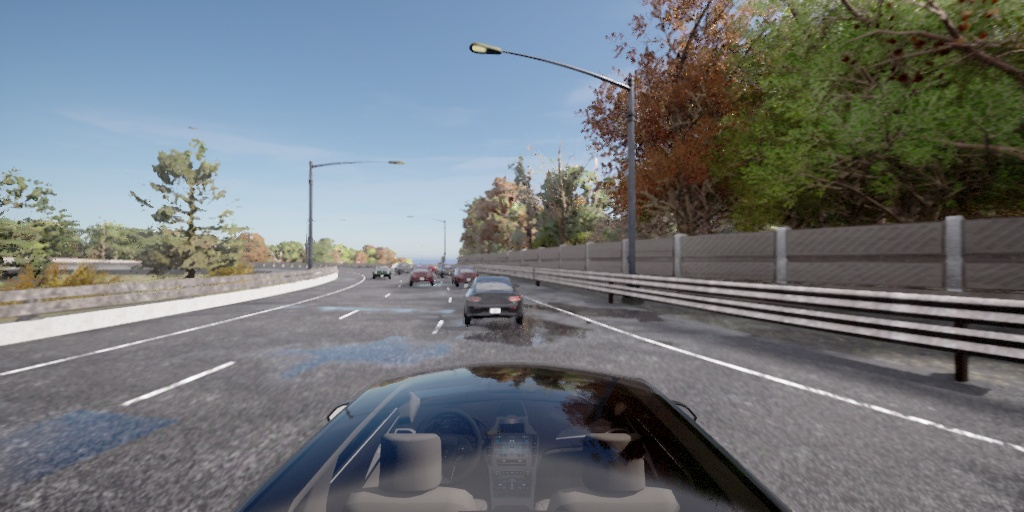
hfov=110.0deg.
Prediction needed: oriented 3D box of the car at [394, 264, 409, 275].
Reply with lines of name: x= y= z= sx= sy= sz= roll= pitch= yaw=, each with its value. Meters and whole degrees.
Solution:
car: x=-15.203 y=1.826 z=49.926 sx=2.128 sy=1.511 sz=4.902 roll=0 pitch=-1 yaw=-26

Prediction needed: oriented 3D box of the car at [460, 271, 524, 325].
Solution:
car: x=-0.683 y=1.402 z=12.416 sx=1.812 sy=1.442 sz=4.674 roll=0 pitch=-1 yaw=-5

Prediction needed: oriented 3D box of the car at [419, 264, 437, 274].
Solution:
car: x=-12.450 y=1.893 z=52.921 sx=1.812 sy=1.442 sz=4.674 roll=0 pitch=0 yaw=-22

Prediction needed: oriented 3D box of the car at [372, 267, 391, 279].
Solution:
car: x=-14.332 y=1.811 z=39.469 sx=1.895 sy=1.301 sz=4.718 roll=0 pitch=-1 yaw=-21

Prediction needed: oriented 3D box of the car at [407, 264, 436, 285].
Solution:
car: x=-7.489 y=1.614 z=29.715 sx=1.812 sy=1.442 sz=4.674 roll=0 pitch=-1 yaw=-14

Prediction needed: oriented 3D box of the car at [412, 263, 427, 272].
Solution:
car: x=-16.179 y=2.033 z=62.594 sx=2.033 sy=1.411 sz=5.357 roll=0 pitch=-1 yaw=-20

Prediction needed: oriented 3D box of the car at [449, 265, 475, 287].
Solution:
car: x=-3.715 y=1.595 z=28.452 sx=1.812 sy=1.442 sz=4.674 roll=0 pitch=-1 yaw=-14

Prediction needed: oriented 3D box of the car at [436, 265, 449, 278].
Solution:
car: x=-7.506 y=1.714 z=40.990 sx=2.128 sy=1.511 sz=4.902 roll=0 pitch=-1 yaw=-20
